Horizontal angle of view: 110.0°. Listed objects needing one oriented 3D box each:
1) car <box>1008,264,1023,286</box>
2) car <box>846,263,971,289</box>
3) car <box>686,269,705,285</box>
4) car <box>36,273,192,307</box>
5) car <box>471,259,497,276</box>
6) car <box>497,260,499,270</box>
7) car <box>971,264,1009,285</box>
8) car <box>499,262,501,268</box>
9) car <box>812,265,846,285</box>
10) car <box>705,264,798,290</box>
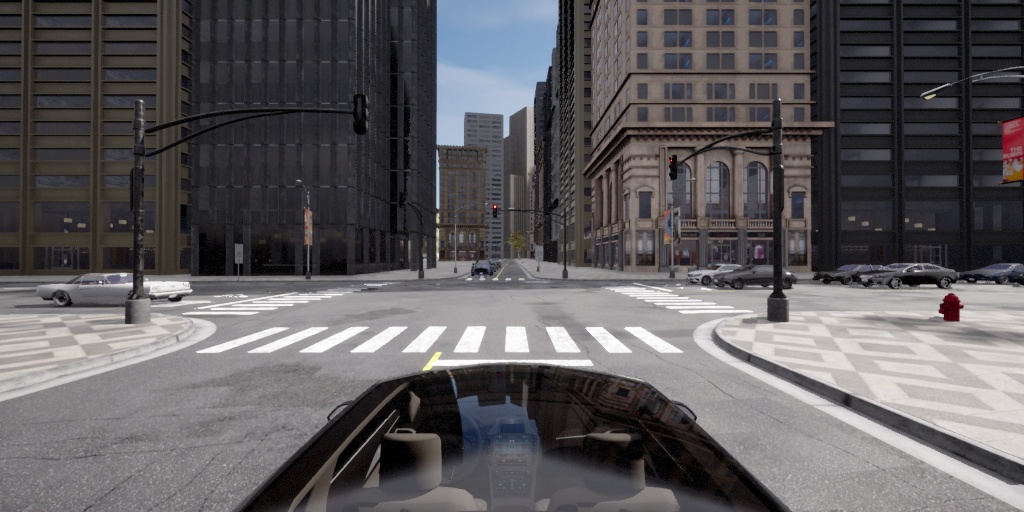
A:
[{"bbox_3d":[33.685,1.232,21.718,4.181,1.385,1.994,0,0,0],"label":"car"},{"bbox_3d":[23.813,1.183,21.717,4.902,1.511,2.128,0,0,0],"label":"car"},{"bbox_3d":[14.638,1.264,24.963,4.674,1.442,1.812,0,0,0],"label":"car"},{"bbox_3d":[-16.375,1.366,14.983,4.718,1.301,1.895,0,0,0],"label":"car"},{"bbox_3d":[-3.046,1.146,37.614,2.097,1.767,4.553,0,0,0],"label":"car"},{"bbox_3d":[-3.056,1.378,46.386,1.994,1.385,4.181,0,0,0],"label":"car"},{"bbox_3d":[34.648,1.237,24.975,5.357,1.411,2.033,0,0,-1],"label":"car"},{"bbox_3d":[-3.052,1.401,55.417,1.994,1.385,4.181,0,0,0],"label":"car"},{"bbox_3d":[24.220,1.262,24.968,5.357,1.411,2.033,0,0,0],"label":"car"},{"bbox_3d":[14.629,1.240,21.702,4.674,1.442,1.812,0,0,-1],"label":"car"}]
